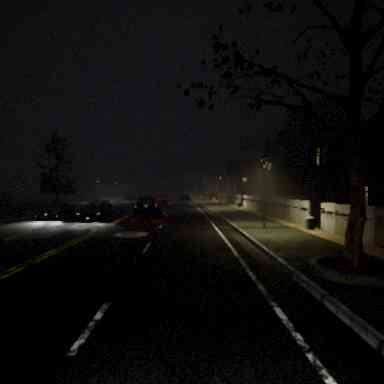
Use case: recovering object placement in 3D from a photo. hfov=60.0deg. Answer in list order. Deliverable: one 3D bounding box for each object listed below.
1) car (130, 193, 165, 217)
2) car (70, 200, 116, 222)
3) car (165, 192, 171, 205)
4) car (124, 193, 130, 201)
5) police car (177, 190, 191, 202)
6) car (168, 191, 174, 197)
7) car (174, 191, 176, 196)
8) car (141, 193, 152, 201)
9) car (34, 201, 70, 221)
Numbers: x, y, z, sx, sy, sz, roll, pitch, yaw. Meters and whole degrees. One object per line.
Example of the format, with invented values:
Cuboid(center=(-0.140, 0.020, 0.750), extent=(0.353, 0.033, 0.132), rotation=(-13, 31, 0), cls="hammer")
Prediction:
Cuboid(center=(-3.654, 1.114, 28.052), extent=(2.097, 1.767, 4.553), rotation=(0, 1, -2), cls="car")
Cuboid(center=(-6.989, 1.340, 24.704), extent=(2.033, 1.411, 5.357), rotation=(0, 0, -2), cls="car")
Cuboid(center=(-4.495, 1.101, 47.571), extent=(2.128, 1.511, 4.902), rotation=(0, 0, -3), cls="car")
Cuboid(center=(-12.320, 1.000, 66.492), extent=(1.812, 1.442, 4.674), rotation=(0, 0, -4), cls="car")
Cuboid(center=(-1.171, 0.926, 61.073), extent=(1.930, 1.638, 5.238), rotation=(0, 0, -4), cls="police car")
Cuboid(center=(-5.044, 0.547, 94.549), extent=(2.097, 1.767, 4.553), rotation=(0, 0, -6), cls="car")
Cuboid(center=(-2.406, 0.608, 77.049), extent=(2.150, 2.045, 5.566), rotation=(0, 0, -5), cls="car")
Cuboid(center=(-9.029, 1.000, 65.954), extent=(1.812, 1.442, 4.674), rotation=(0, 0, -4), cls="car")
Cuboid(center=(-10.264, 1.355, 25.236), extent=(1.994, 1.385, 4.181), rotation=(0, 0, -2), cls="car")
